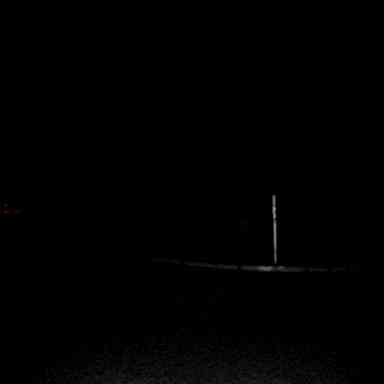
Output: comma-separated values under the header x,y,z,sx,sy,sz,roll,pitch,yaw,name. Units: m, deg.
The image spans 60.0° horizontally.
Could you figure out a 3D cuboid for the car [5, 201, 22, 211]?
x,y,z,sx,sy,sz,roll,pitch,yaw,name
-30.391,2.236,56.830,2.097,1.767,4.553,-1,0,-20,car
